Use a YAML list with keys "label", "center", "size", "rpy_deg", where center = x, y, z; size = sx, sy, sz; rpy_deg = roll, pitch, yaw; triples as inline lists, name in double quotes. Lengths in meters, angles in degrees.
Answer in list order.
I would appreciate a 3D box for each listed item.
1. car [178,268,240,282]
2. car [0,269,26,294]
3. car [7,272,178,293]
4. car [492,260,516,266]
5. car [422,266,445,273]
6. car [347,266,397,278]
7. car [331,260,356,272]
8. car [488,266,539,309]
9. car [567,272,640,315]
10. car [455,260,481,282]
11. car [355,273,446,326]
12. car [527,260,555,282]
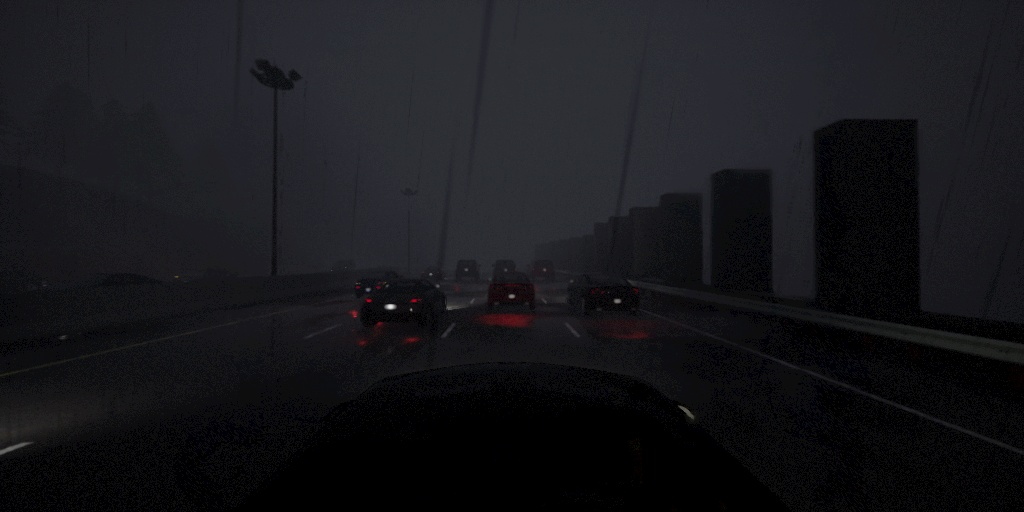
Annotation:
- label: "car"
  center: [-25.225, 1.692, 29.816]
  size: [1.895, 1.301, 4.718]
  rpy_deg: [0, -1, -3]
- label: "car"
  center: [-28.338, 1.468, 19.156]
  size: [1.837, 1.490, 4.892]
  rpy_deg: [0, -1, -2]
- label: "car"
  center: [-17.742, 1.444, 15.629]
  size: [1.812, 1.442, 4.674]
  rpy_deg: [0, -1, -1]
- label: "car"
  center: [-0.759, 1.372, 34.688]
  size: [2.150, 2.045, 5.566]
  rpy_deg: [0, -1, -4]
- label: "car"
  center: [-7.909, 1.733, 36.227]
  size: [1.994, 1.385, 4.181]
  rpy_deg: [0, -1, -4]
- label: "car"
  center: [-7.181, 1.498, 20.032]
  size: [1.812, 1.442, 4.674]
  rpy_deg: [0, -1, -2]
- label: "car"
  center: [-23.960, 1.572, 51.282]
  size: [2.150, 2.045, 5.566]
  rpy_deg: [0, -1, -9]
- label: "car"
  center: [-0.060, 1.402, 16.034]
  size: [1.882, 1.535, 5.008]
  rpy_deg: [0, -1, -1]
- label: "car"
  center: [3.471, 1.382, 14.430]
  size: [1.882, 1.535, 5.008]
  rpy_deg: [0, -1, -1]
- label: "car"
  center: [-4.269, 1.373, 34.788]
  size: [2.150, 2.045, 5.566]
  rpy_deg: [0, -1, -4]
- label: "car"
  center: [-3.488, 1.441, 12.205]
  size: [1.994, 1.385, 4.181]
  rpy_deg: [0, -1, -1]
- label: "car"
  center: [2.743, 1.373, 34.764]
  size: [2.150, 2.045, 5.566]
  rpy_deg: [0, -1, -4]
